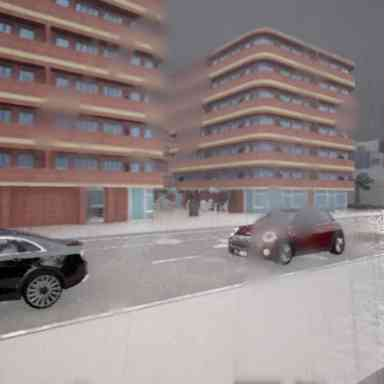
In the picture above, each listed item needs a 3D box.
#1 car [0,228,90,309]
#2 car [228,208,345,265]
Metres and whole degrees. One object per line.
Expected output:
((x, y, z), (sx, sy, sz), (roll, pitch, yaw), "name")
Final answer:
((-4.488, 1.492, 6.311), (4.902, 1.511, 2.128), (0, 0, -35), "car")
((3.472, 1.398, 11.997), (4.553, 1.767, 2.097), (0, 0, -36), "car")
